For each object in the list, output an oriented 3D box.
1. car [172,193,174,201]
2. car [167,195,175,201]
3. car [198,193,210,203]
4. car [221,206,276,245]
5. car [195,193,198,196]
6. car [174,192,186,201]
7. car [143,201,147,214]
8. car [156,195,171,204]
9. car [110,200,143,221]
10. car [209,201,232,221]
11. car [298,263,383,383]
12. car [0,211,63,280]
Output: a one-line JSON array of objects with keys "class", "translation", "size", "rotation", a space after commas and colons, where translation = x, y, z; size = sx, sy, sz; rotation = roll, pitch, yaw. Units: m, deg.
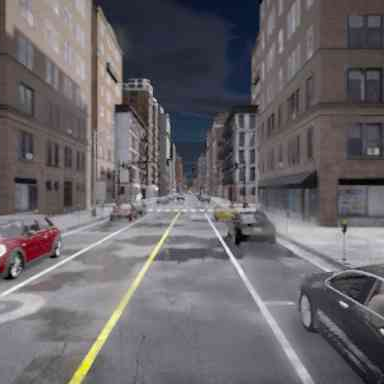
[{"class": "car", "translation": [-5.418, 1.356, 80.934], "size": [1.967, 1.590, 4.097], "rotation": [0, 0, 0]}, {"class": "car", "translation": [-5.424, 1.436, 86.170], "size": [1.752, 1.417, 4.829], "rotation": [0, 0, 0]}, {"class": "car", "translation": [2.633, 1.485, 64.717], "size": [2.008, 1.369, 4.403], "rotation": [0, 0, 0]}, {"class": "car", "translation": [2.636, 1.553, 15.392], "size": [1.947, 1.339, 4.313], "rotation": [0, 0, 0]}, {"class": "car", "translation": [2.636, 1.226, 86.342], "size": [2.192, 1.841, 5.009], "rotation": [0, 0, 0]}, {"class": "car", "translation": [-2.759, 1.394, 80.972], "size": [1.882, 1.535, 5.008], "rotation": [0, 0, 0]}, {"class": "car", "translation": [-5.391, 1.521, 32.433], "size": [2.008, 1.369, 4.403], "rotation": [0, 0, 0]}, {"class": "car", "translation": [-5.396, 1.491, 59.309], "size": [2.008, 1.369, 4.403], "rotation": [0, 0, 0]}, {"class": "car", "translation": [-5.390, 1.558, 26.752], "size": [1.802, 1.307, 4.206], "rotation": [0, 0, 0]}, {"class": "car", "translation": [2.635, 1.501, 26.924], "size": [1.752, 1.417, 4.829], "rotation": [0, 0, 0]}, {"class": "car", "translation": [2.637, 1.547, 4.029], "size": [2.008, 1.369, 4.403], "rotation": [0, 0, 0]}, {"class": "car", "translation": [-5.388, 1.432, 9.706], "size": [1.967, 1.590, 4.097], "rotation": [0, 0, 0]}]
